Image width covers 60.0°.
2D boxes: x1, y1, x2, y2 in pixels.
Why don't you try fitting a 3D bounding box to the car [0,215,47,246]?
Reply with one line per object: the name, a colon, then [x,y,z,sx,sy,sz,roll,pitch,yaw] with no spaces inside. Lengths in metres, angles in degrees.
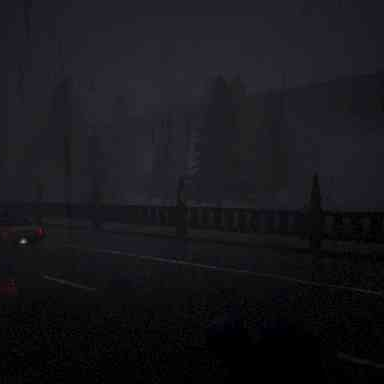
car: [-8.293,1.614,14.084,4.718,1.301,1.895,0,0,36]
